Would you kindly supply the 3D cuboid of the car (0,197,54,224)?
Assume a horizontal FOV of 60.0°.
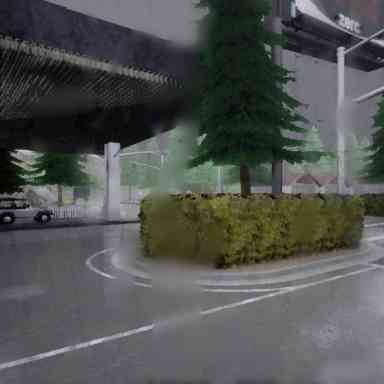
[{"bbox_3d":[-11.982,1.313,23.468,3.866,1.878,1.905,0,0,-36],"label":"car"}]
